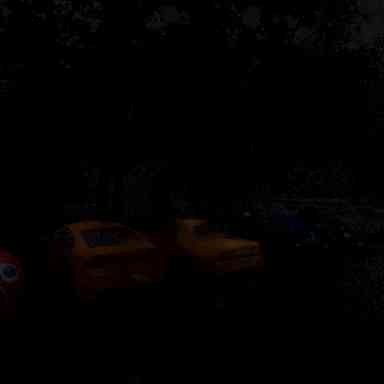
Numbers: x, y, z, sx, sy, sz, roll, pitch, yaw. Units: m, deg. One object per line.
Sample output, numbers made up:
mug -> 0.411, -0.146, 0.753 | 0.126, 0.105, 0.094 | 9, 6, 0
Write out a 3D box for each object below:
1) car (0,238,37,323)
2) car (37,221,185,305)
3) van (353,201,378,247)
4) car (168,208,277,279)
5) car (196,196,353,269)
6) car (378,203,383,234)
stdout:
car -> -4.797, 1.344, 6.675 | 2.185, 1.767, 4.553 | 0, 0, -35
car -> -2.507, 1.461, 8.262 | 2.097, 1.535, 5.008 | 0, 0, -35
van -> 4.461, 1.197, 13.091 | 1.878, 1.987, 4.442 | 0, 0, -35
car -> -0.250, 1.445, 10.105 | 1.946, 1.575, 5.366 | 0, 0, -35
car -> 2.142, 1.184, 11.547 | 2.435, 2.045, 5.566 | 0, 0, -35
car -> 8.929, 1.437, 16.421 | 2.002, 1.452, 4.674 | 0, 0, -35
